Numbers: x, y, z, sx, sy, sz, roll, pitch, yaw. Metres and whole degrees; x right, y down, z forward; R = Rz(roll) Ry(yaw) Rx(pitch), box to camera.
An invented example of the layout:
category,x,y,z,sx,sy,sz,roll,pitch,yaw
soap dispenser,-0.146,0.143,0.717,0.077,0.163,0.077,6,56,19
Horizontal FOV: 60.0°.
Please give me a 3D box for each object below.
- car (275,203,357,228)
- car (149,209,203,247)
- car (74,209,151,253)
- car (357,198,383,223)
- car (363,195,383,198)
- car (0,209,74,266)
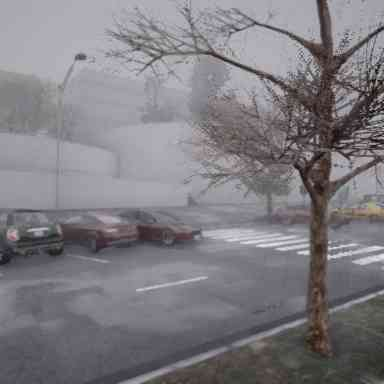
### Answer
category,x,y,z,sx,sy,sz,roll,pitch,yaw
car,8.029,1.540,22.266,4.792,1.488,2.163,-1,-1,35
car,-1.750,1.530,15.302,4.792,1.488,2.163,-1,-1,34
car,-4.221,1.538,13.568,4.674,1.452,2.002,-1,-1,35
car,12.739,1.513,25.863,5.366,1.575,1.946,-1,0,35
car,17.814,1.255,29.239,5.566,2.045,2.435,-1,-1,35
car,-6.629,1.370,11.825,4.553,1.767,2.185,-1,-1,34
